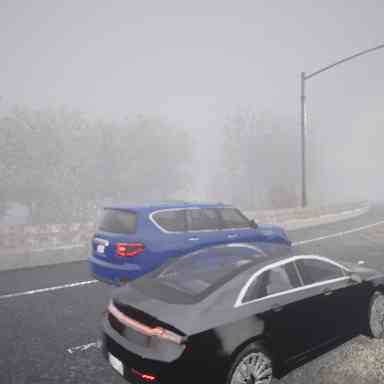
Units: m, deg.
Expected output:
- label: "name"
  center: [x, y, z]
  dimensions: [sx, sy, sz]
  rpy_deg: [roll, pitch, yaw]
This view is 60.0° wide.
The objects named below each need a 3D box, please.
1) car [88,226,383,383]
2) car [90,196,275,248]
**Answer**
- label: "car"
  center: [1.135, 1.505, 4.861]
  dimensions: [4.902, 1.511, 2.128]
  rpy_deg: [0, 0, -38]
- label: "car"
  center: [0.207, 1.253, 8.529]
  dimensions: [5.566, 2.045, 2.150]
  rpy_deg: [0, 0, -39]
